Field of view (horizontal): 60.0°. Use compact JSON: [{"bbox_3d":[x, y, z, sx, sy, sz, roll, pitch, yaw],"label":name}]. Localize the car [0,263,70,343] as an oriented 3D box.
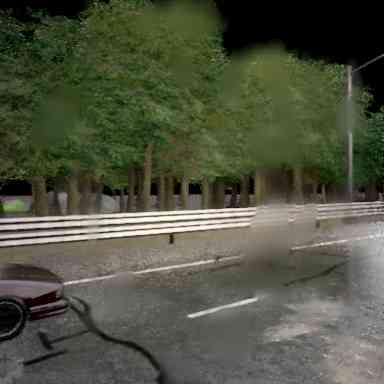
[{"bbox_3d":[-4.667,1.540,4.695,5.357,1.411,2.033,0,0,-35],"label":"car"}]
